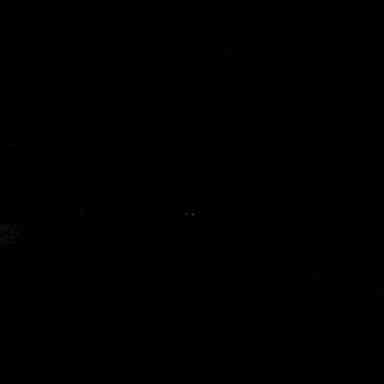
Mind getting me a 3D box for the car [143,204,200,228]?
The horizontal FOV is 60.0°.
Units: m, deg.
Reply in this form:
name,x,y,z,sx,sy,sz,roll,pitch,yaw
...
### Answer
name,x,y,z,sx,sy,sz,roll,pitch,yaw
car,-1.686,1.733,25.843,4.553,1.767,2.097,-1,-1,34
